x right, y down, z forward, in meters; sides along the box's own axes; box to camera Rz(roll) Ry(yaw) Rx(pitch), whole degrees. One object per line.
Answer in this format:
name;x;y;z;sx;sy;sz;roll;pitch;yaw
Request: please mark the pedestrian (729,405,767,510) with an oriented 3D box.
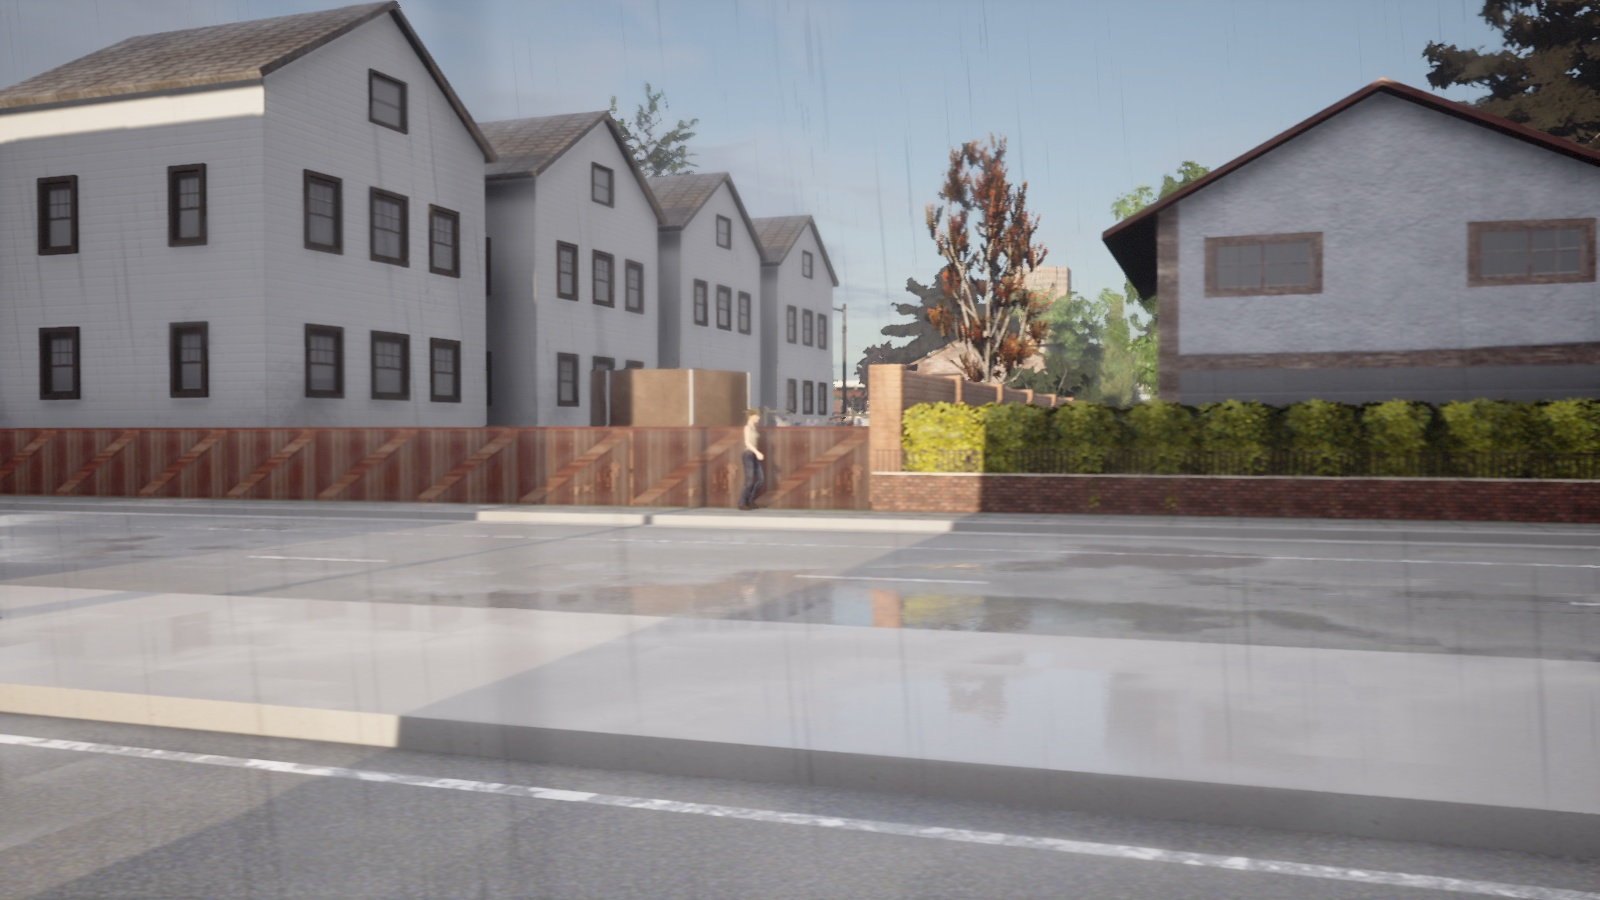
pedestrian;-0.921;0.130;22.280;0.594;1.836;0.345;1;1;20
